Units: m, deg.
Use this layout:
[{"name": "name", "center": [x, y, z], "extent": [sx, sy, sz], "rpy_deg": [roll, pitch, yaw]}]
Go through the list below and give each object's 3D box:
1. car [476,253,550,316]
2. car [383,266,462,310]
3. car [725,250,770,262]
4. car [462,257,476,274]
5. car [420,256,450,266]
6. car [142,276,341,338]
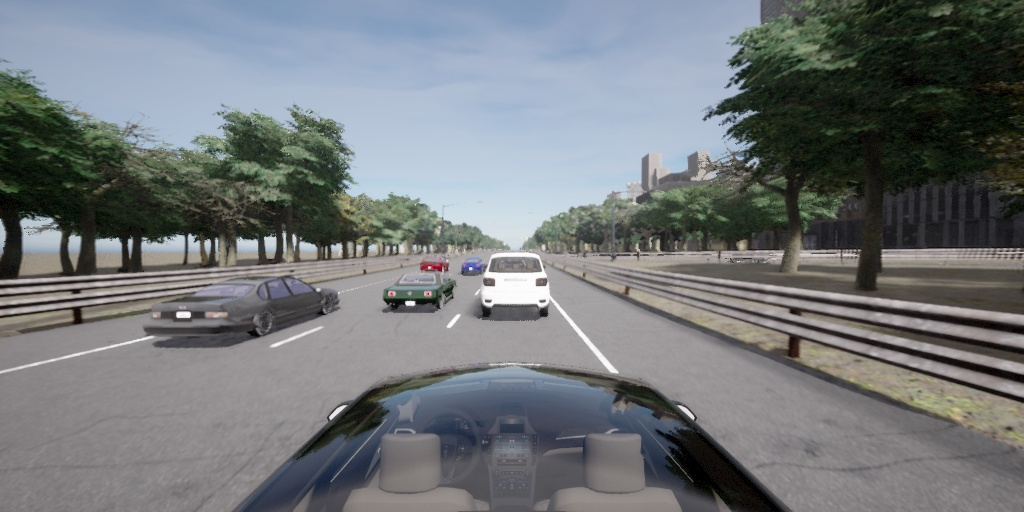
[{"name": "car", "center": [0.100, 0.905, 13.172], "extent": [2.150, 2.045, 5.566], "rpy_deg": [0, 1, 0]}, {"name": "car", "center": [-3.401, 1.270, 14.250], "extent": [1.895, 1.301, 4.718], "rpy_deg": [0, 1, 0]}, {"name": "car", "center": [28.323, 0.028, 43.325], "extent": [1.812, 1.442, 4.674], "rpy_deg": [-1, 0, -40]}, {"name": "car", "center": [-3.402, 0.837, 32.015], "extent": [1.812, 1.442, 4.674], "rpy_deg": [0, 1, 0]}, {"name": "car", "center": [-6.900, 0.779, 32.486], "extent": [1.882, 1.535, 5.008], "rpy_deg": [0, 1, 0]}, {"name": "car", "center": [-6.902, 1.264, 10.043], "extent": [2.033, 1.411, 5.357], "rpy_deg": [0, 0, 0]}]
